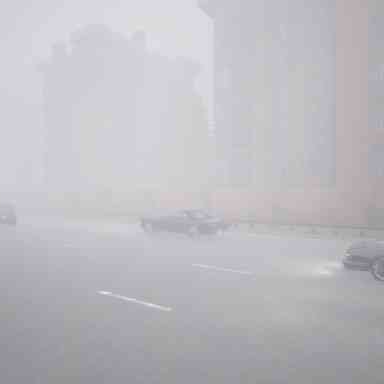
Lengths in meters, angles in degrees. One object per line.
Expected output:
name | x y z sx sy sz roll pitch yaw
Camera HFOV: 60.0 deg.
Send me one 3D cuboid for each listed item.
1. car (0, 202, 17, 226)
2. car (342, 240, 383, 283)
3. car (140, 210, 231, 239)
car | -13.579 1.562 22.297 4.181 1.385 1.994 0 0 36
car | 6.592 1.547 7.886 5.357 1.411 2.033 0 0 36
car | -0.484 1.600 17.245 4.718 1.301 1.895 0 0 36
